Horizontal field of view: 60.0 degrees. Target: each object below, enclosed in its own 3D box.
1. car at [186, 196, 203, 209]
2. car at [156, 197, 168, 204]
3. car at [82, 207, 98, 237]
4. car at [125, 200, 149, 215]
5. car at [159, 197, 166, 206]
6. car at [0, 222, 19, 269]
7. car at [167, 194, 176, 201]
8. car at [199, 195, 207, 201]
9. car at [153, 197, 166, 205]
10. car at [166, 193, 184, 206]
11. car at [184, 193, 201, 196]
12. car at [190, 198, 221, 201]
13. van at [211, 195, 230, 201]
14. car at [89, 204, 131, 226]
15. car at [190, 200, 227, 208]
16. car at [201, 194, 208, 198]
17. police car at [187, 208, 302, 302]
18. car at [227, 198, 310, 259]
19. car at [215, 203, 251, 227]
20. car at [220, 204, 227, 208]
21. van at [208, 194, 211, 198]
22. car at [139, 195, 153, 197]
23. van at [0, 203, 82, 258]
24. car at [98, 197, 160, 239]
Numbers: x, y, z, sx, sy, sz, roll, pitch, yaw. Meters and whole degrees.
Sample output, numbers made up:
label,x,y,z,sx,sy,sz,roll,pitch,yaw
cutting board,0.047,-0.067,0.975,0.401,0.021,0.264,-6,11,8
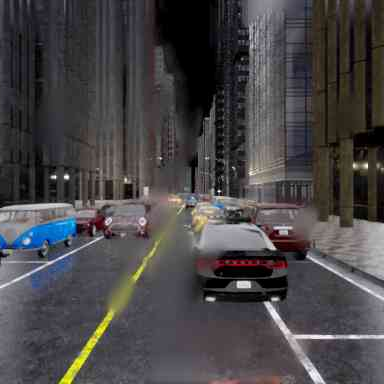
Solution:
label,x,y,z,sx,sy,sz,roll,pitch,yaw
car,0.145,1.570,45.642,1.994,1.385,4.181,0,0,0
car,-5.610,1.595,63.064,1.802,1.307,4.206,0,0,0
car,-5.721,1.545,18.117,1.887,1.381,4.507,0,0,0
car,-5.679,1.585,34.972,1.802,1.307,4.206,0,0,0
car,-5.638,1.553,51.827,1.887,1.381,4.507,0,0,0
car,-5.748,1.566,6.880,1.947,1.339,4.313,0,0,0
car,-5.545,1.346,89.918,2.192,1.841,5.009,0,0,0
car,2.980,1.582,89.916,2.008,1.369,4.403,0,0,0
car,-5.624,1.592,57.445,1.802,1.307,4.206,0,0,0
car,-2.866,1.362,55.637,2.097,1.767,4.553,0,0,0
car,0.148,1.234,60.969,2.150,2.045,5.566,0,0,0
car,0.911,1.457,24.511,1.801,1.575,5.366,0,0,0
van,2.832,1.343,29.350,1.690,1.788,3.998,0,0,0
car,-5.707,1.567,23.735,1.947,1.339,4.313,0,0,0
car,0.929,1.457,18.511,1.801,1.575,5.366,0,0,0
car,2.914,1.328,63.063,2.192,1.841,5.009,0,0,0
police car,0.918,1.425,8.431,1.930,1.638,5.238,0,0,0
car,2.791,1.315,12.493,2.192,1.841,5.009,0,0,0
car,2.818,1.552,23.731,2.008,1.369,4.403,0,0,0
car,2.805,1.566,18.113,1.947,1.339,4.313,0,0,0
van,2.846,1.344,34.969,1.690,1.788,3.998,0,0,0
car,-5.666,1.320,40.590,2.192,1.841,5.009,0,0,0
van,-5.734,1.341,12.499,1.690,1.788,3.998,0,0,0
car,-3.060,1.352,17.231,2.097,1.767,4.553,0,0,0
